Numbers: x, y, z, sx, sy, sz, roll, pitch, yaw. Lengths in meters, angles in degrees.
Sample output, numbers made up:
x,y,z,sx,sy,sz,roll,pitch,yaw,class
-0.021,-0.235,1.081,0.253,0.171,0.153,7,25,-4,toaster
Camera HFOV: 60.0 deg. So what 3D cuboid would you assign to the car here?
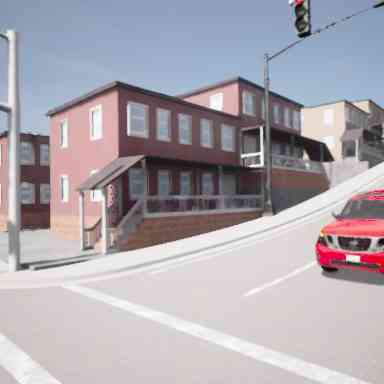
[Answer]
x,y,z,sx,sy,sz,roll,pitch,yaw,class
5.672,1.015,9.789,2.150,2.045,5.566,-3,2,44,car
